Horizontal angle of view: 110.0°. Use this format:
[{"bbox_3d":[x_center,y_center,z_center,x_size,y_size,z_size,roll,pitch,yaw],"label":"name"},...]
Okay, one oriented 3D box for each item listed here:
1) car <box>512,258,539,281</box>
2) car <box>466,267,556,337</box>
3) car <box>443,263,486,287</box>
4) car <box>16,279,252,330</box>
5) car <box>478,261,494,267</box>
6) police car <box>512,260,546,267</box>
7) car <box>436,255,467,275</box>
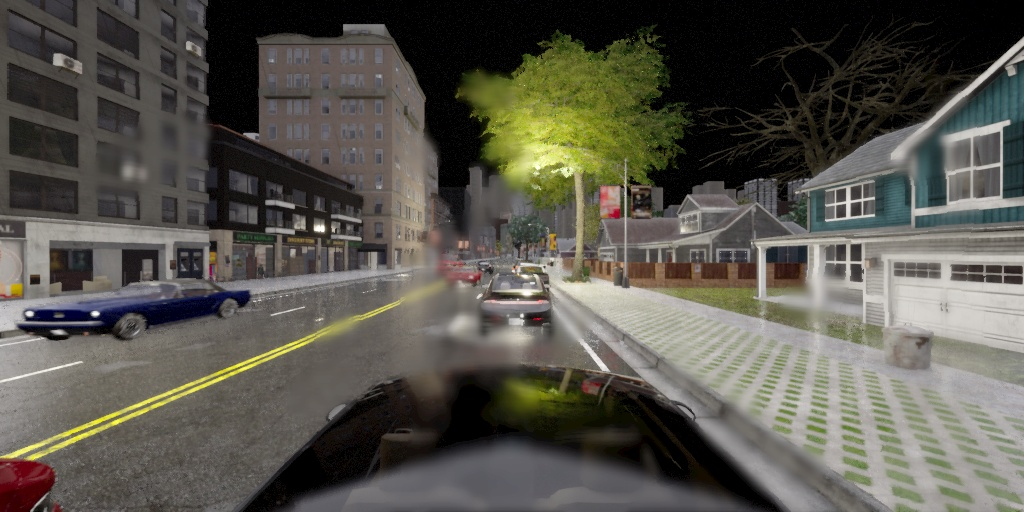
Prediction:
[{"bbox_3d":[1.054,1.081,30.370,2.097,1.767,4.553,0,0,0],"label":"car"},{"bbox_3d":[0.122,1.239,10.260,2.128,1.511,4.902,0,0,0],"label":"car"},{"bbox_3d":[-3.087,1.337,24.186,1.895,1.301,4.718,0,0,0],"label":"car"},{"bbox_3d":[-9.827,1.348,9.983,1.895,1.301,4.718,0,0,0],"label":"car"},{"bbox_3d":[-3.039,1.247,39.943,1.812,1.442,4.674,0,0,0],"label":"car"},{"bbox_3d":[1.027,1.165,20.510,1.930,1.638,5.238,0,0,0],"label":"police car"},{"bbox_3d":[-6.500,0.944,37.954,2.150,2.045,5.566,0,0,0],"label":"car"}]
